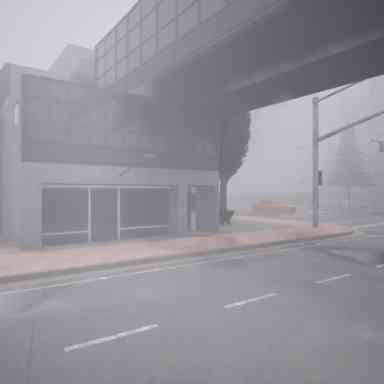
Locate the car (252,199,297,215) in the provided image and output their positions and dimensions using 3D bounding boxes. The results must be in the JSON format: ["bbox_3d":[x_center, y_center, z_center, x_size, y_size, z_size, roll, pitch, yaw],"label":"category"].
[{"bbox_3d":[8.418,1.477,34.203,1.882,1.535,5.008,0,0,-36],"label":"car"}]

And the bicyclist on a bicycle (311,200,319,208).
[{"bbox_3d":[15.798,1.301,42.754,1.656,1.620,0.582,0,0,-36],"label":"bicyclist on a bicycle"}]
